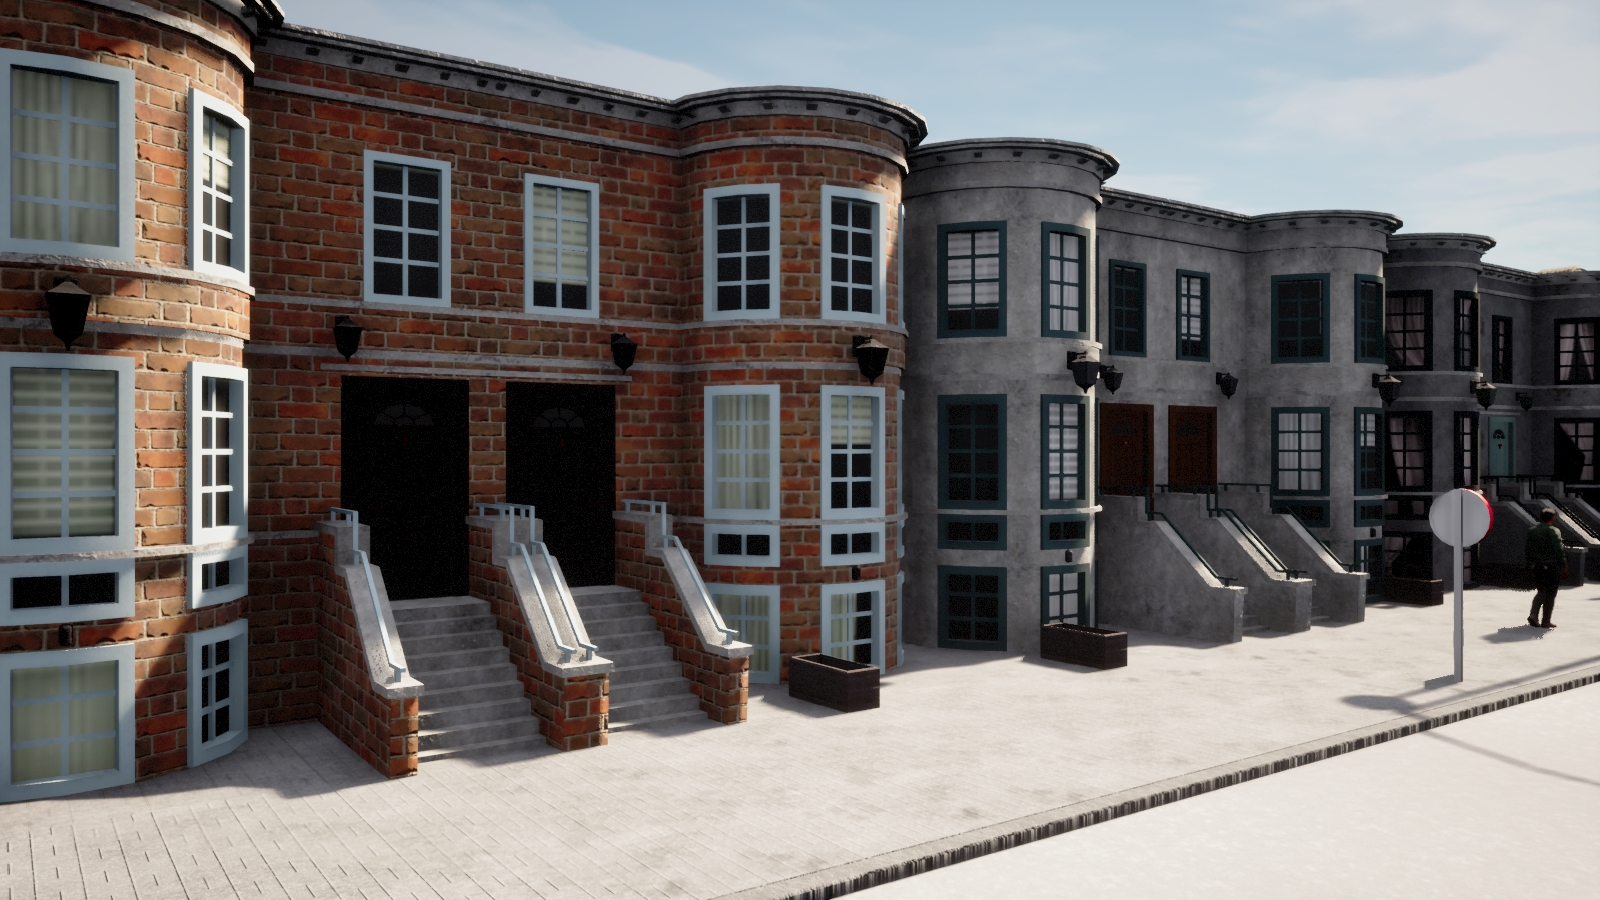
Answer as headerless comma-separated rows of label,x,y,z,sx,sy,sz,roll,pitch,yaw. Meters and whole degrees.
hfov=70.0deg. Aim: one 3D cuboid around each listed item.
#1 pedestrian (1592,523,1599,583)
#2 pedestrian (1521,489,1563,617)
pedestrian,15.007,1.904,21.050,0.500,1.100,0.500,0,0,-29
pedestrian,11.078,1.524,17.064,0.375,1.860,0.375,0,0,-22
